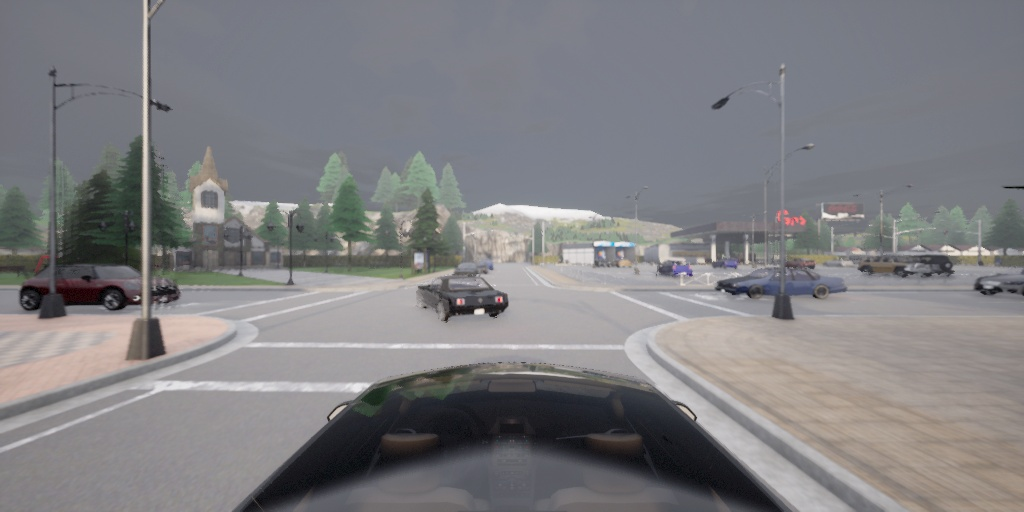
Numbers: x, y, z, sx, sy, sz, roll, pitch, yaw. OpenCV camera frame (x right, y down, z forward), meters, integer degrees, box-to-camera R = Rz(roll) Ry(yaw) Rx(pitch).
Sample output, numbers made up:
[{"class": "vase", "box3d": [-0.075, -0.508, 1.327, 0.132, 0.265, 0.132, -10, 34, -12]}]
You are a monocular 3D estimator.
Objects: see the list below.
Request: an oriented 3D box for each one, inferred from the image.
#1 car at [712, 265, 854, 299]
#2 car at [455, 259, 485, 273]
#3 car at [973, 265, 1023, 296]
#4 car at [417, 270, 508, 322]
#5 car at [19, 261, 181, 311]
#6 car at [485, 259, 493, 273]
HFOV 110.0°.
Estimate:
[{"class": "car", "box3d": [12.826, 1.279, 17.270, 5.357, 1.411, 2.033, 0, 0, 1]}, {"class": "car", "box3d": [-3.592, 1.222, 29.584, 1.882, 1.535, 5.008, 0, 0, 0]}, {"class": "car", "box3d": [25.252, 1.222, 17.140, 4.902, 1.511, 2.128, 0, 0, 1]}, {"class": "car", "box3d": [-1.944, 1.336, 12.424, 1.895, 1.301, 4.718, 0, 0, -27]}, {"class": "car", "box3d": [-15.686, 1.084, 13.851, 4.553, 1.767, 2.097, 0, 0, 1]}, {"class": "car", "box3d": [-3.592, 1.289, 39.854, 2.033, 1.411, 5.357, 0, 0, 0]}]
